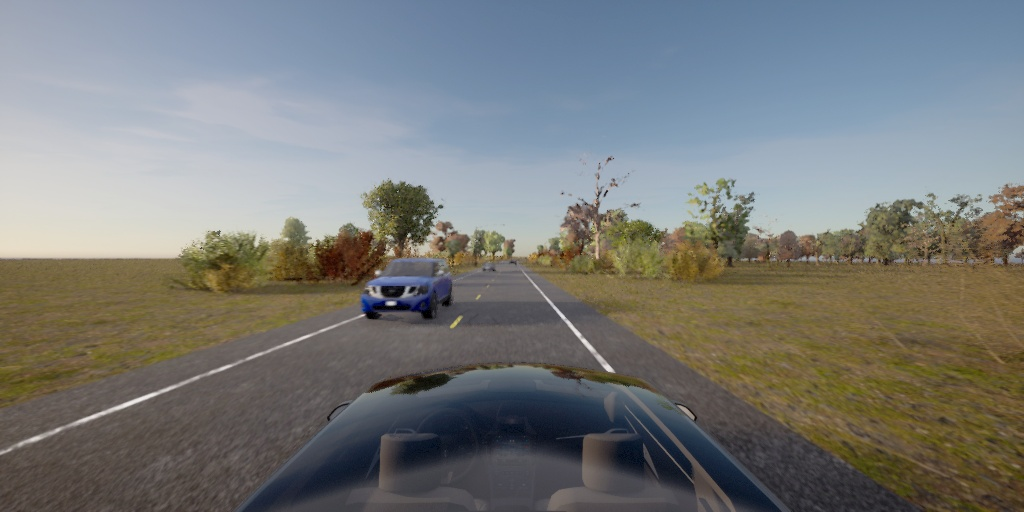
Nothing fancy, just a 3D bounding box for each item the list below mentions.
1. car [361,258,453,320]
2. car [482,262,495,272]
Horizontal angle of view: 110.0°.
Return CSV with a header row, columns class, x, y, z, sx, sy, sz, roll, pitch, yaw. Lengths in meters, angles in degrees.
class,x,y,z,sx,sy,sz,roll,pitch,yaw
car,-3.600,1.073,13.445,2.150,2.045,5.566,0,0,0
car,-3.557,1.668,54.945,2.128,1.511,4.902,0,0,0
